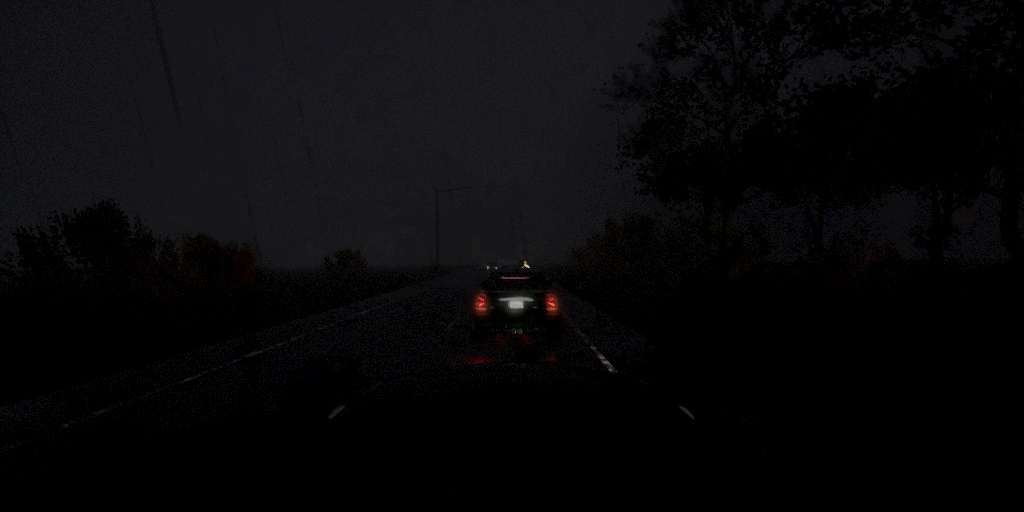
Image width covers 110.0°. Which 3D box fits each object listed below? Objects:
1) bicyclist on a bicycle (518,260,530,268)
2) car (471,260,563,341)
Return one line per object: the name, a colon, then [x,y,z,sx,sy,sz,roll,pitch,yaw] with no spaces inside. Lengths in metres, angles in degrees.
bicyclist on a bicycle: [0.960,1.177,25.825,0.866,1.612,1.509,0,0,1]
car: [0.109,1.099,10.002,2.097,1.767,4.553,0,0,0]
